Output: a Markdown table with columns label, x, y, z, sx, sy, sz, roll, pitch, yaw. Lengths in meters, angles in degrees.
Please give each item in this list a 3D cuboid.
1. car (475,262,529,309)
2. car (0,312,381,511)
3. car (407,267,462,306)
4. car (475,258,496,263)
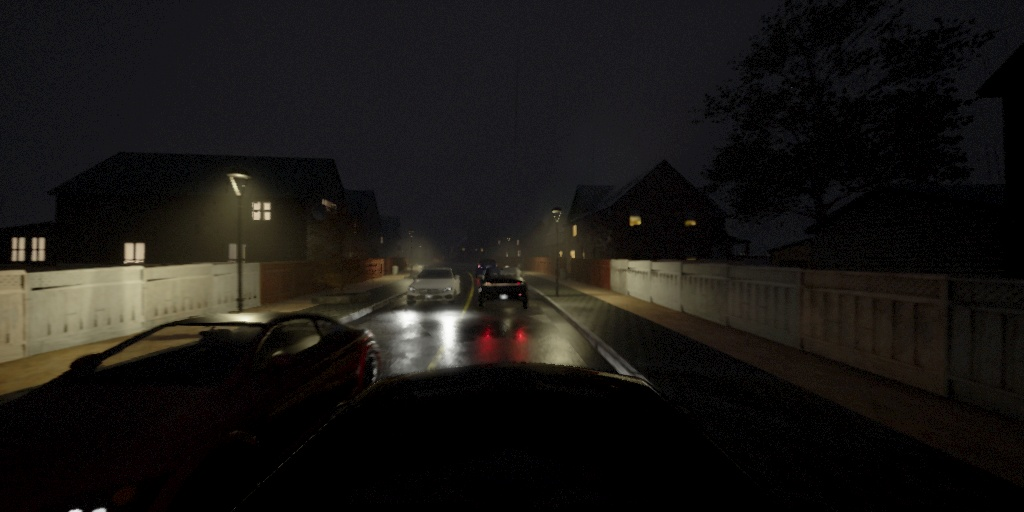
| label | x | y | z | sx | sy | sz | roll | pitch | yaw |
| --- | --- | --- | --- | --- | --- | --- | --- | --- | --- |
| car | -0.399 | 1.169 | 14.610 | 2.128 | 1.511 | 4.902 | 0 | 0 | -3 |
| car | -2.889 | 1.311 | 3.571 | 1.994 | 1.385 | 4.181 | 0 | 0 | 0 |
| car | -3.219 | 1.203 | 15.558 | 1.812 | 1.442 | 4.674 | 0 | 0 | -4 |
| car | -2.389 | 0.959 | 33.561 | 2.097 | 1.767 | 4.553 | 0 | 0 | -8 |
